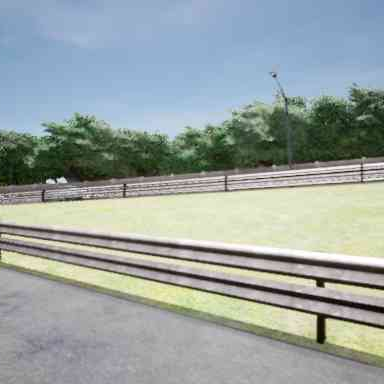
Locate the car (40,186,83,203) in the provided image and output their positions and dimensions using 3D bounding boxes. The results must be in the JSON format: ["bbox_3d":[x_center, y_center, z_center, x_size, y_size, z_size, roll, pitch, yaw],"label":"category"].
[{"bbox_3d":[-16.588,0.333,42.187,5.566,2.045,2.150,-4,-2,20],"label":"car"}]
